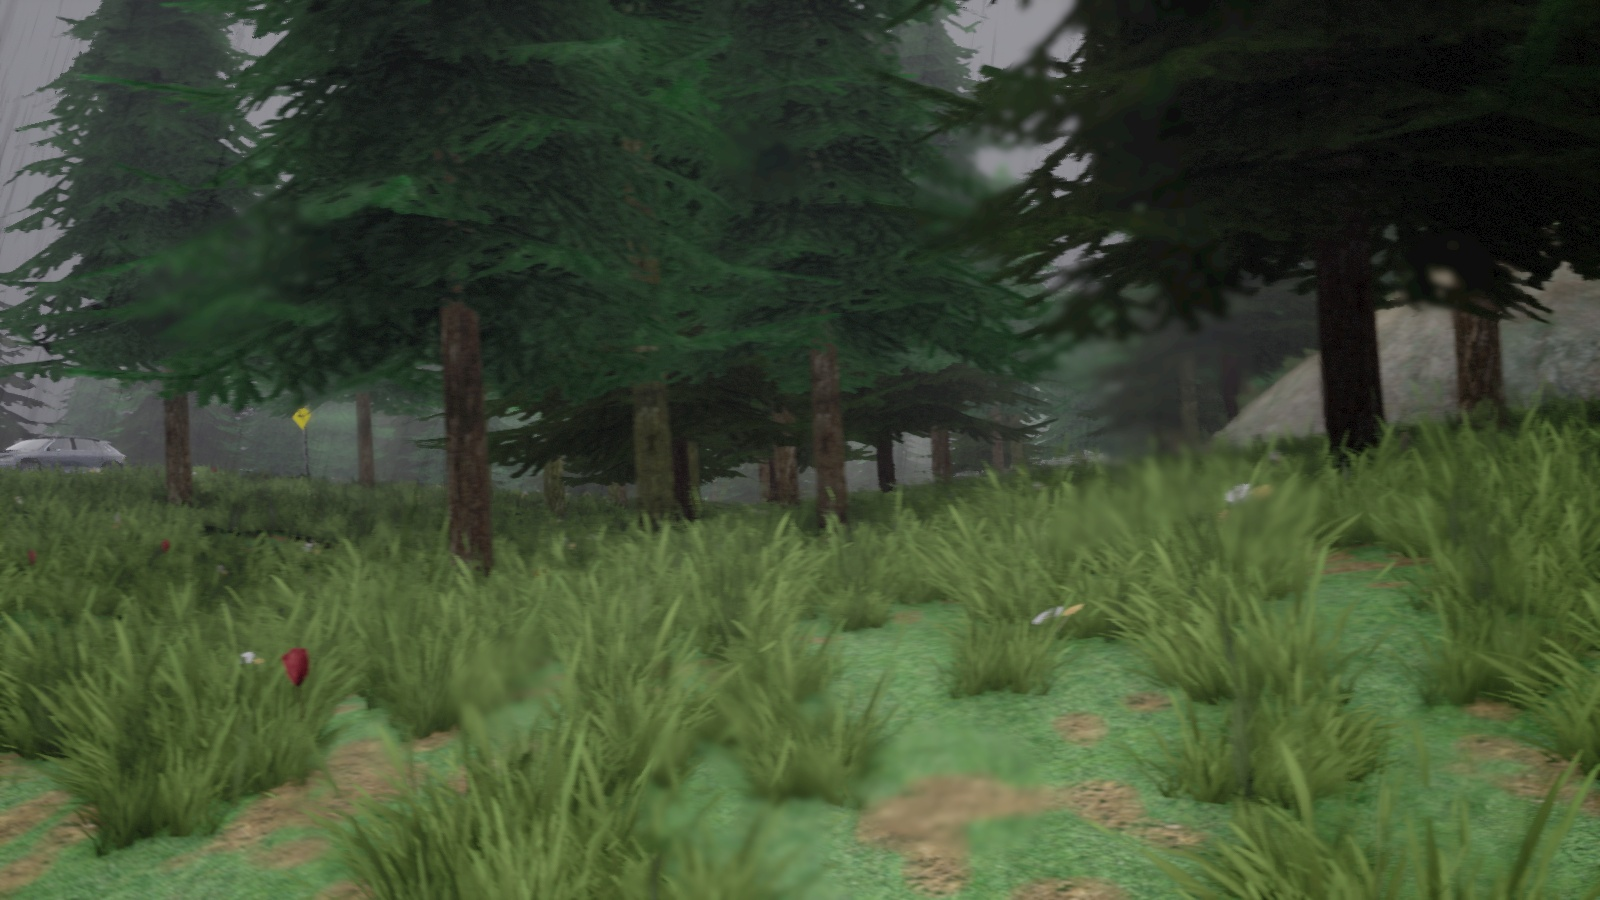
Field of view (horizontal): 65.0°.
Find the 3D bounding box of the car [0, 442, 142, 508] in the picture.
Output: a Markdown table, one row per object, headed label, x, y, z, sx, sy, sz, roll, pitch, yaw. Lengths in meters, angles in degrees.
| label | x | y | z | sx | sy | sz | roll | pitch | yaw |
| --- | --- | --- | --- | --- | --- | --- | --- | --- | --- |
| car | -21.935 | 0.778 | 36.620 | 2.033 | 1.649 | 4.856 | -5 | -3 | 15 |
